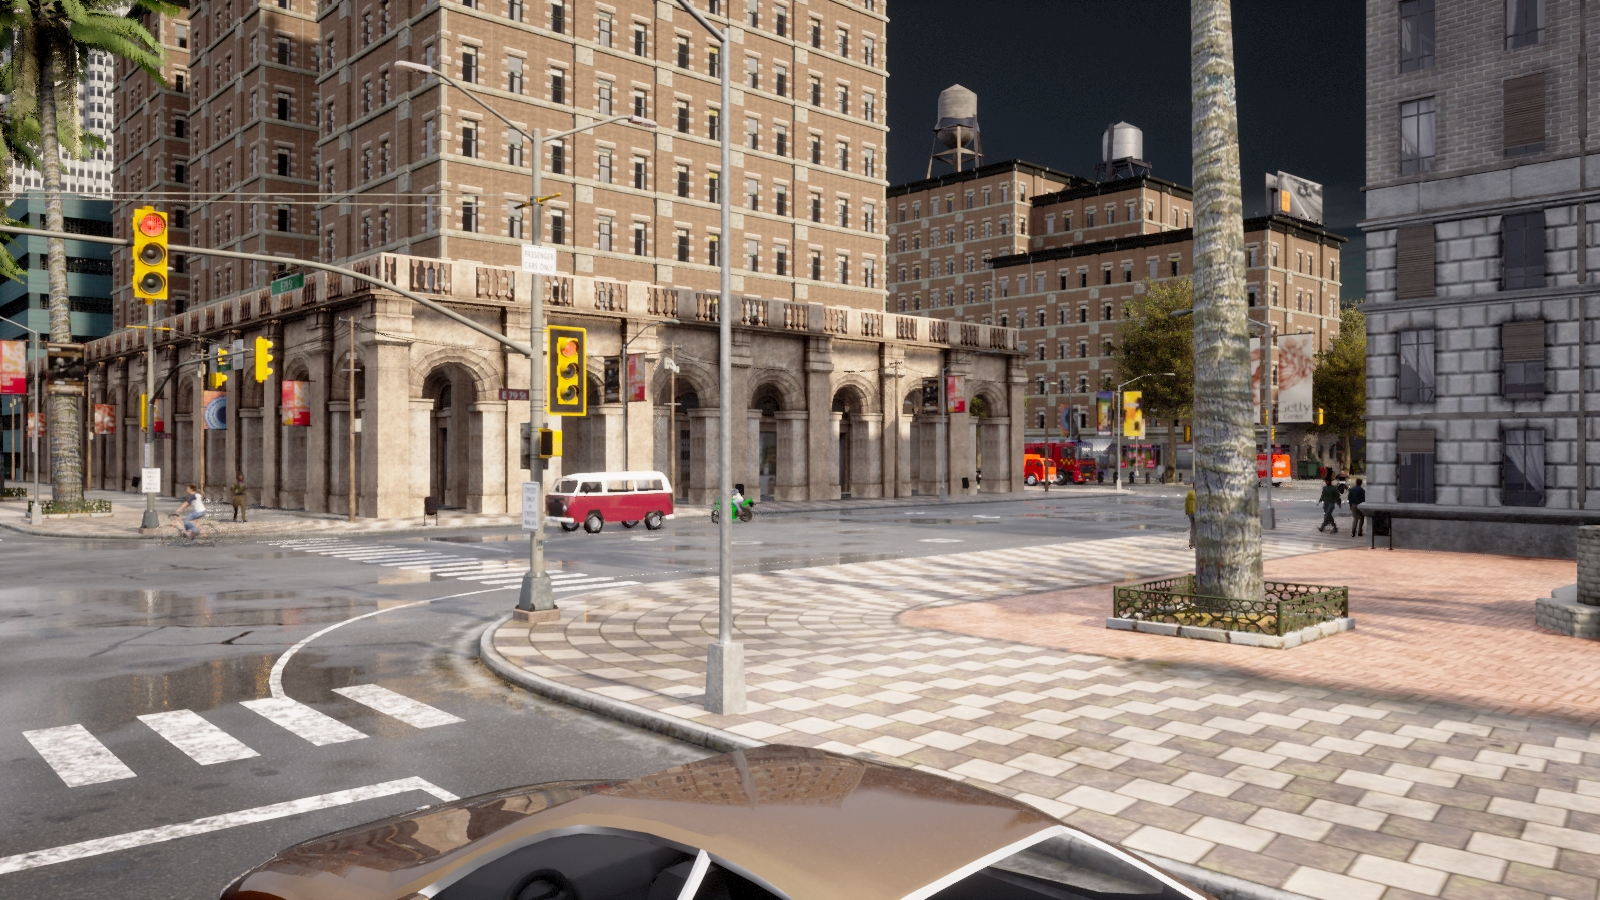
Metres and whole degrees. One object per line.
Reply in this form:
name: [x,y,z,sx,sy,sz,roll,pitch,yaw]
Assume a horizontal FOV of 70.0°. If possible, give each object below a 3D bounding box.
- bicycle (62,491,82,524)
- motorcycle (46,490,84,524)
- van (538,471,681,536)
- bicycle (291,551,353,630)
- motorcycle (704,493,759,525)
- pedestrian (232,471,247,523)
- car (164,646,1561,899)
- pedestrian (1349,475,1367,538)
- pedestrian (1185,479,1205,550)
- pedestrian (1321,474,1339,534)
bicycle: [-28.285,2.206,44.372,0.373,1.196,1.643,0,0,-42]
motorcycle: [-28.682,2.205,44.576,0.867,1.251,2.209,0,0,-42]
van: [-6.553,1.782,39.554,4.480,2.038,2.069,0,0,-42]
bicycle: [-7.763,2.256,18.600,0.859,1.080,1.487,0,0,-20]
motorcycle: [-2.569,2.213,43.175,2.033,1.145,0.803,0,0,-43]
pedestrian: [-20.181,1.697,41.120,0.375,1.860,0.375,0,0,42]
car: [-0.308,1.992,4.309,5.027,1.651,2.152,0,0,42]
pedestrian: [16.719,1.696,34.259,0.375,1.860,0.375,0,0,-42]
pedestrian: [10.447,1.696,30.225,0.375,1.860,0.375,0,0,43]
pedestrian: [16.632,1.697,35.840,0.375,1.860,0.375,0,0,-29]
